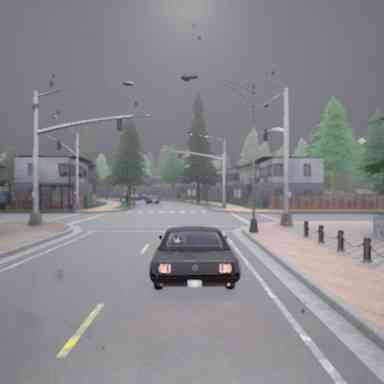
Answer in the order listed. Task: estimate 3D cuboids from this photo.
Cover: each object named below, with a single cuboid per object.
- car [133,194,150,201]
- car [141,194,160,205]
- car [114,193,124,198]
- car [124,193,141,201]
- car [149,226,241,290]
[{"bbox_3d":[-10.968,1.092,72.516,1.994,1.385,4.181,0,0,-36],"label":"car"},{"bbox_3d":[-6.131,1.165,51.265,2.128,1.511,4.902,0,0,-13],"label":"car"},{"bbox_3d":[-16.971,0.862,80.576,4.674,1.442,1.812,0,0,45],"label":"car"},{"bbox_3d":[-11.674,1.088,66.674,1.837,1.490,4.892,0,1,-26],"label":"car"},{"bbox_3d":[0.029,1.549,8.921,1.895,1.301,4.718,0,0,-1],"label":"car"}]
